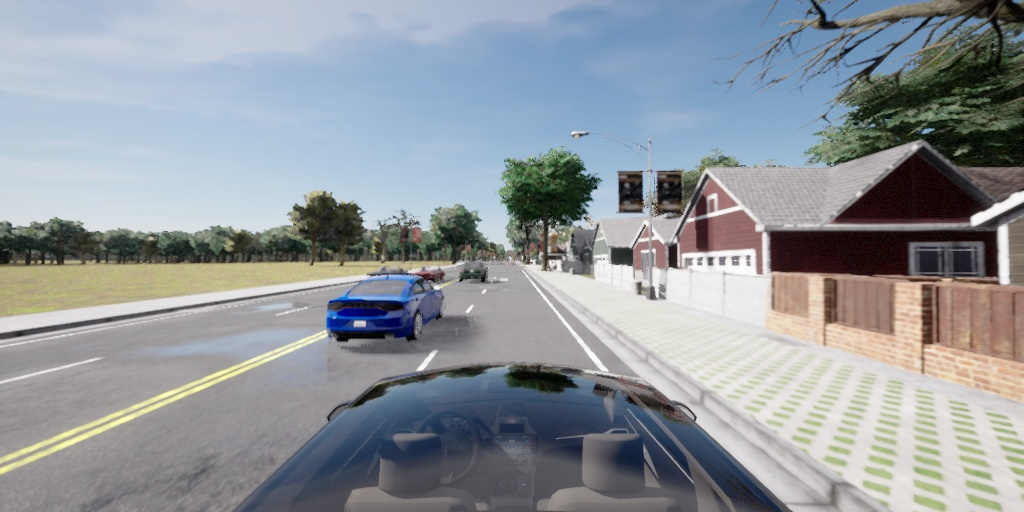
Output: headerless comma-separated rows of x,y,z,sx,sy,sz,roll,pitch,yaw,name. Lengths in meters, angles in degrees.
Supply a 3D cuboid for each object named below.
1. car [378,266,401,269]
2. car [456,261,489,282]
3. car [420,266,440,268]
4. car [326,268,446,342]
-9.848,1.466,28.529,1.895,1.301,4.718,0,0,0,car
-3.154,1.227,30.497,2.097,1.767,4.553,0,0,0,car
-6.599,1.467,28.541,1.895,1.301,4.718,0,0,0,car
-3.160,1.260,9.939,1.882,1.535,5.008,0,0,0,car
